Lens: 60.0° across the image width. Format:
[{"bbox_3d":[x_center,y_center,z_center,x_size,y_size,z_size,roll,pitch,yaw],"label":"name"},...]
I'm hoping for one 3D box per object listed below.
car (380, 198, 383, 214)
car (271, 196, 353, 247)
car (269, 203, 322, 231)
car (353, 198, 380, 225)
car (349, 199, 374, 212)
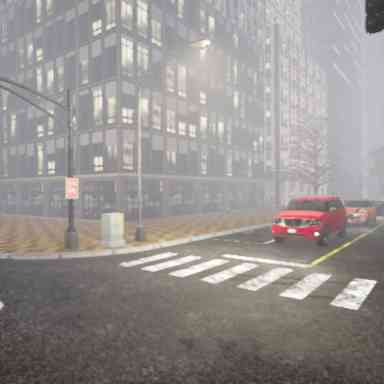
[{"bbox_3d":[17.711,1.540,31.842,1.994,1.385,4.181,0,0,38],"label":"car"},{"bbox_3d":[5.673,1.218,15.660,2.150,2.045,5.566,0,0,37],"label":"car"},{"bbox_3d":[6.791,1.527,21.515,1.752,1.417,4.829,-1,0,37],"label":"car"},{"bbox_3d":[11.702,1.339,23.775,2.097,1.767,4.553,0,0,37],"label":"car"},{"bbox_3d":[20.325,1.543,39.768,1.947,1.339,4.313,-1,0,37],"label":"car"}]
